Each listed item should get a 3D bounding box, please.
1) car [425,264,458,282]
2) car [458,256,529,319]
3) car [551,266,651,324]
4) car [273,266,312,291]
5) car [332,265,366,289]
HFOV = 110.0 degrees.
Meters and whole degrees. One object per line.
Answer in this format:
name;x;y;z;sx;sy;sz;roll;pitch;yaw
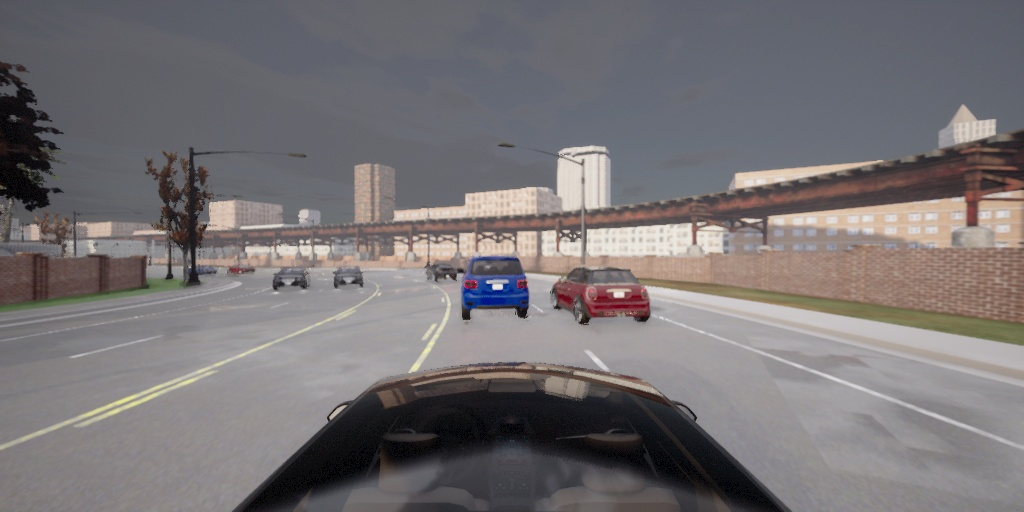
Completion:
car;-6.191;1.392;30.944;1.837;1.490;4.892;0;0;-25
car;-0.803;1.014;13.248;2.150;2.045;5.566;0;0;-8
car;2.773;1.119;12.251;2.097;1.767;4.553;0;0;-7
car;-14.941;1.476;24.536;2.128;1.511;4.902;0;0;-25
car;-11.622;1.436;25.628;2.128;1.511;4.902;0;0;-24
